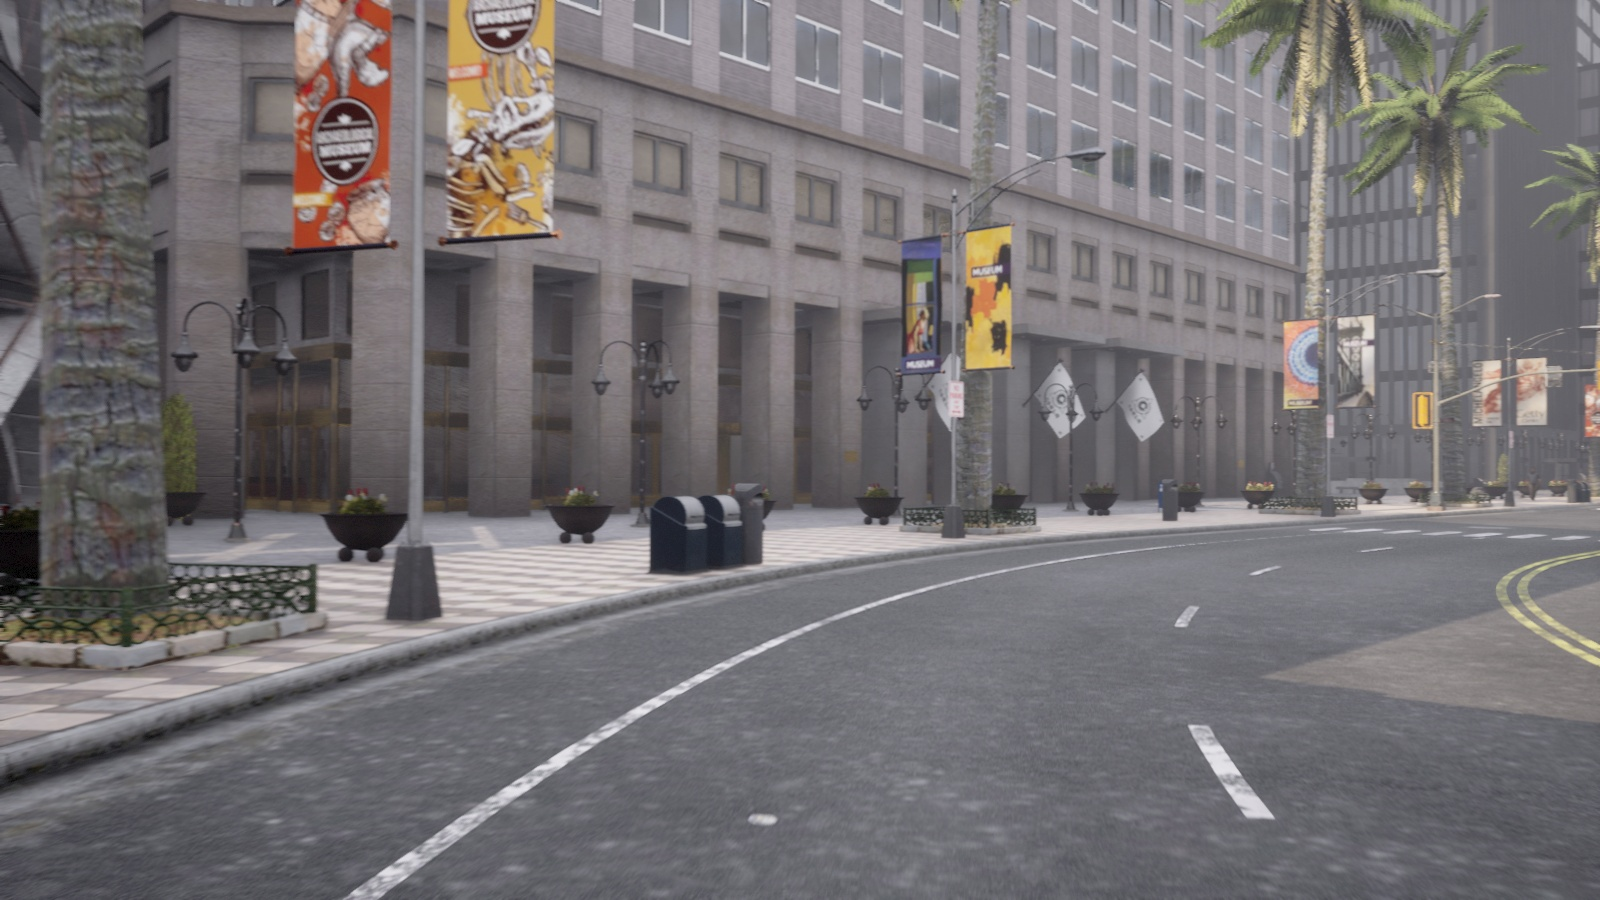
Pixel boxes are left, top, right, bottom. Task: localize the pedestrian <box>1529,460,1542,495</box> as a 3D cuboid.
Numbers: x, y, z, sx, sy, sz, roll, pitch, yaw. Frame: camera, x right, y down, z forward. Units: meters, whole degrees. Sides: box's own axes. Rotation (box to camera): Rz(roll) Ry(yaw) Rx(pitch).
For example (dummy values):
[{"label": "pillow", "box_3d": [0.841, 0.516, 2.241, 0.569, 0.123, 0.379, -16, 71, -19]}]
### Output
[{"label": "pedestrian", "box_3d": [39.075, 1.479, 66.683, 0.540, 1.848, 0.694, -1, -1, 33]}]
